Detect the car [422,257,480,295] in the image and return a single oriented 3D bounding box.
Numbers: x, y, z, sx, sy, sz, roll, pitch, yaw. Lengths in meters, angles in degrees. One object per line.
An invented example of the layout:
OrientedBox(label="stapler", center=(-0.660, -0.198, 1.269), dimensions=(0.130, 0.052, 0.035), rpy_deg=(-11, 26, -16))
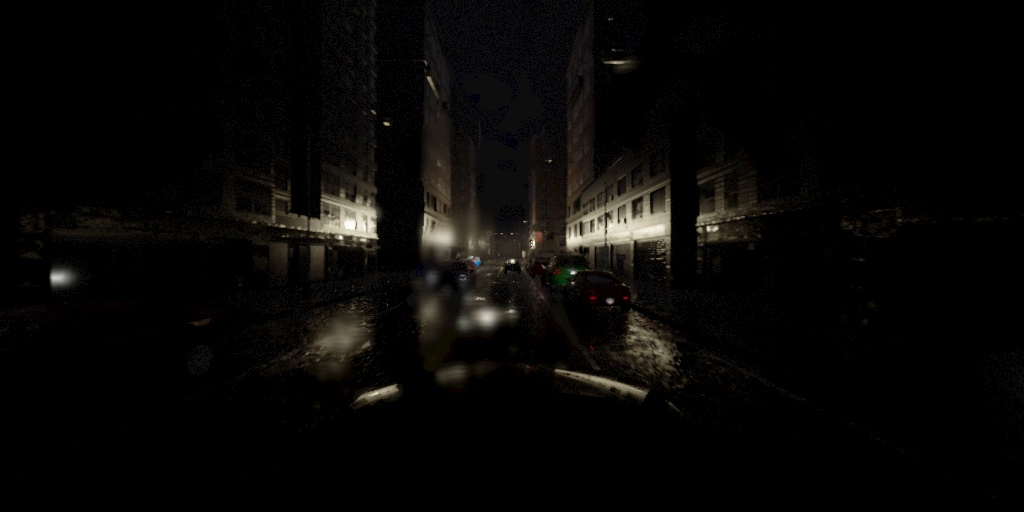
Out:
OrientedBox(label="car", center=(-3.096, 1.076, 19.324), dimensions=(2.097, 1.767, 4.553), rpy_deg=(0, 0, 0))

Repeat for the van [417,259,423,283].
OrientedBox(label="van", center=(-5.855, 1.052, 26.839), dimensions=(1.690, 1.789, 3.998), rpy_deg=(0, 0, 0))

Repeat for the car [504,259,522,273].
OrientedBox(label="car", center=(0.080, 1.173, 41.661), dimensions=(2.128, 1.511, 4.902), rpy_deg=(0, 0, 1))

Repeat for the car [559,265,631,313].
OrientedBox(label="car", center=(3.150, 1.257, 13.816), dimensions=(1.812, 1.442, 4.674), rpy_deg=(0, 0, 0))

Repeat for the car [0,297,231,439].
OrientedBox(label="car", center=(-5.857, 1.292, 4.494), dimensions=(1.888, 1.381, 4.507), rpy_deg=(0, 0, 0))

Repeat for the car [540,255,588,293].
OrientedBox(label="car", center=(3.108, 0.942, 20.846), dimensions=(2.150, 2.045, 5.566), rpy_deg=(0, 0, 0))

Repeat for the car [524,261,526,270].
OrientedBox(label="car", center=(2.672, 1.241, 38.015), dimensions=(2.007, 1.370, 4.403), rpy_deg=(0, 0, 0))

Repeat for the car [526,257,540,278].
OrientedBox(label="car", center=(2.672, 1.016, 32.430), dimensions=(2.192, 1.841, 5.009), rpy_deg=(0, 0, 0))
